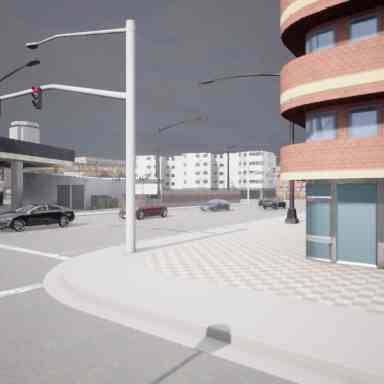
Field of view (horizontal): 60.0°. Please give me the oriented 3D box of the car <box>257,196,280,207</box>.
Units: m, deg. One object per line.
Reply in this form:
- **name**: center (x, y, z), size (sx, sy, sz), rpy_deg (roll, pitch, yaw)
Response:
- **car**: center (11.918, 1.480, 51.568), size (1.882, 1.535, 5.008), rpy_deg (0, 0, 35)

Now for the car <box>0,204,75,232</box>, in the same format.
- **car**: center (-9.602, 1.491, 20.477), size (2.128, 1.511, 4.902), rpy_deg (0, 0, 34)

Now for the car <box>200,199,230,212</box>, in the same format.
- **car**: center (2.796, 1.526, 38.503), size (1.812, 1.442, 4.674), rpy_deg (0, 0, 35)

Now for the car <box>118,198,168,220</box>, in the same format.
- **car**: center (-4.121, 1.352, 28.490), size (2.097, 1.767, 4.553), rpy_deg (0, 0, 34)

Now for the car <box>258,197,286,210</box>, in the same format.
- **car**: center (10.870, 1.491, 43.704), size (2.128, 1.511, 4.902), rpy_deg (0, 0, 35)
